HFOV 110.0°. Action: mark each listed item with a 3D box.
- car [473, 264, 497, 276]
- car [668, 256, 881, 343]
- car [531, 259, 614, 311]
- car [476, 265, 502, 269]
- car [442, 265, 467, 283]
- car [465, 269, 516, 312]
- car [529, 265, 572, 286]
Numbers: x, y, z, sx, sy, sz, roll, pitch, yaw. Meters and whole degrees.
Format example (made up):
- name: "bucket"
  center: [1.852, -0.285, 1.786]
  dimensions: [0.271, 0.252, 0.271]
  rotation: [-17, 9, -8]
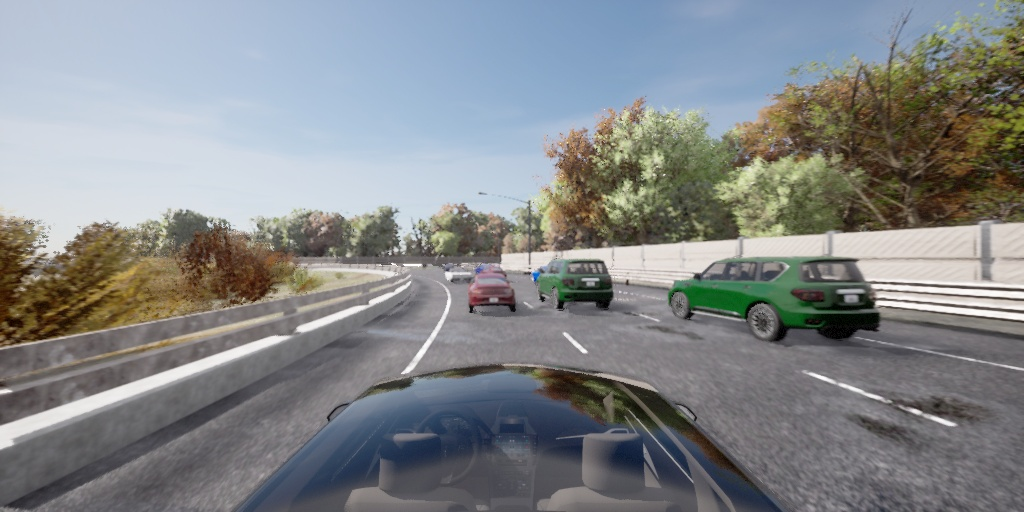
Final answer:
- name: "car"
  center: [-3.756, 1.901, 49.052]
  dimensions: [1.812, 1.442, 4.674]
  rotation: [0, -1, -23]
- name: "car"
  center: [6.806, 1.050, 10.235]
  dimensions: [2.150, 2.045, 5.566]
  rotation: [0, -1, -8]
- name: "car"
  center: [2.531, 1.143, 15.745]
  dimensions: [2.150, 2.045, 5.566]
  rotation: [0, -1, -7]
- name: "car"
  center: [-1.846, 1.708, 34.665]
  dimensions: [1.812, 1.442, 4.674]
  rotation: [0, -1, -18]
- name: "car"
  center: [-5.034, 1.778, 33.251]
  dimensions: [1.895, 1.301, 4.718]
  rotation: [0, -1, -18]
- name: "car"
  center: [-0.953, 1.454, 15.220]
  dimensions: [1.812, 1.442, 4.674]
  rotation: [0, -1, -7]
- name: "car"
  center: [3.074, 1.579, 29.976]
  dimensions: [1.882, 1.535, 5.008]
  rotation: [0, -1, -15]
